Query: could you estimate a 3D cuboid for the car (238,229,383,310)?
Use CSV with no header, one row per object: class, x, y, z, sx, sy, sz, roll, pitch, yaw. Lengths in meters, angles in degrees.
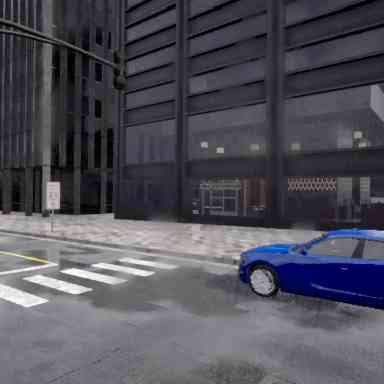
car,3.363,1.527,6.973,5.008,1.535,1.882,-1,-1,38
